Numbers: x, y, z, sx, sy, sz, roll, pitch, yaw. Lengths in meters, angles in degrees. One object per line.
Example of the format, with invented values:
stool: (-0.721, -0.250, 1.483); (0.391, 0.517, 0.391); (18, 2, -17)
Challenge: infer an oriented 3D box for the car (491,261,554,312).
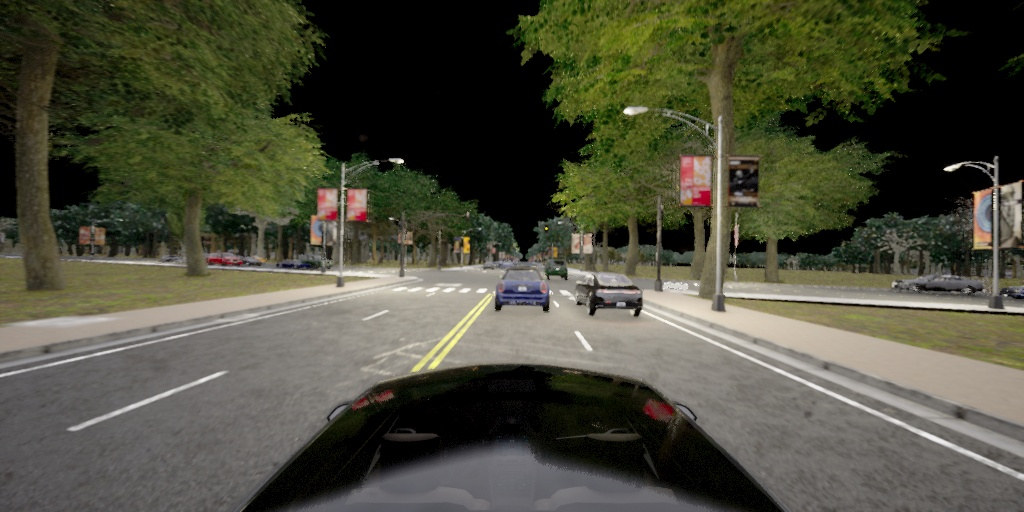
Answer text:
car: (0.452, 1.235, 15.305); (2.097, 1.767, 4.553); (1, 0, 2)

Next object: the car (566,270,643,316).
car: (3.675, 1.418, 14.303); (2.128, 1.511, 4.902); (1, -1, 1)

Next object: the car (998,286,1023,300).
car: (36.105, 2.316, 23.343); (5.357, 1.411, 2.033); (1, 0, 25)

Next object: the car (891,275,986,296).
car: (33.368, 2.232, 28.222); (4.902, 1.511, 2.128); (1, 0, 25)

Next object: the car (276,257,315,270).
car: (-28.097, 1.151, 46.156); (4.718, 1.301, 1.895); (1, 0, 25)

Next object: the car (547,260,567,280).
car: (4.511, 1.402, 37.488); (2.150, 2.045, 5.566); (1, 0, 2)

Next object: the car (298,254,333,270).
car: (-27.256, 0.810, 49.357); (5.566, 2.045, 2.150); (1, 0, 24)
